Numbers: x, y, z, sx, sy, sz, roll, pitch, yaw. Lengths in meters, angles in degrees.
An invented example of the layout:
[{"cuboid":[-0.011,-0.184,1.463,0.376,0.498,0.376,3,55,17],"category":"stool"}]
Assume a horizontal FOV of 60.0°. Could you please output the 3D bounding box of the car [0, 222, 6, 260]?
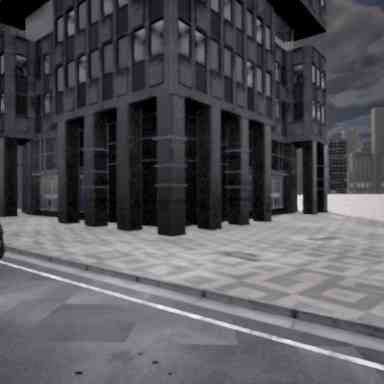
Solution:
[{"cuboid":[-7.568,1.192,9.719,5.566,2.045,2.150,0,0,38],"category":"car"}]
